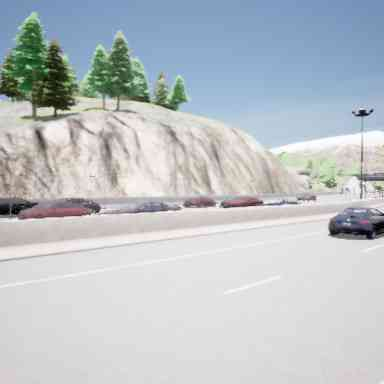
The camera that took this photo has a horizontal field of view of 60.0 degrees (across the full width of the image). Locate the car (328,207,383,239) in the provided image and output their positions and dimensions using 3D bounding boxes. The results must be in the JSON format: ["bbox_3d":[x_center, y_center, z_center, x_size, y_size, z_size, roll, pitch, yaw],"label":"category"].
[{"bbox_3d":[8.508,1.431,16.590,4.181,1.385,1.994,0,1,-44],"label":"car"}]

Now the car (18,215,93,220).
[{"bbox_3d":[-8.277,1.271,20.393,4.181,1.385,1.994,0,1,-41],"label":"car"}]

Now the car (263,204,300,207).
[{"bbox_3d":[9.244,1.290,32.673,1.895,1.301,4.718,1,1,43],"label":"car"}]

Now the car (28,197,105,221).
[{"bbox_3d":[-9.080,1.161,24.354,4.892,1.490,1.837,0,1,-42],"label":"car"}]

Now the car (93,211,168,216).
[{"bbox_3d":[-2.964,1.291,20.434,5.357,1.411,2.033,0,1,-42],"label":"car"}]

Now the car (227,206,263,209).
[{"bbox_3d":[5.487,1.128,33.752,1.882,1.535,5.008,1,1,43],"label":"car"}]
